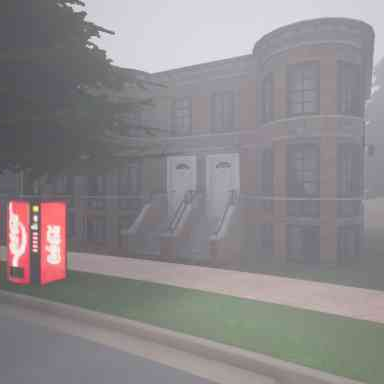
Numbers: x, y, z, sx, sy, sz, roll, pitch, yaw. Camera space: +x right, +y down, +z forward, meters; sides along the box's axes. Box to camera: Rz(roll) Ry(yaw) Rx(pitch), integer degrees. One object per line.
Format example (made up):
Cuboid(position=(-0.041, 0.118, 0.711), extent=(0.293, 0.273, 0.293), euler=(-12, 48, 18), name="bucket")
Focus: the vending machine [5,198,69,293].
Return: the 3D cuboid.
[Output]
Cuboid(position=(-3.740, 1.195, 8.069), extent=(0.880, 2.100, 1.100), euler=(0, 0, 26), name="vending machine")
